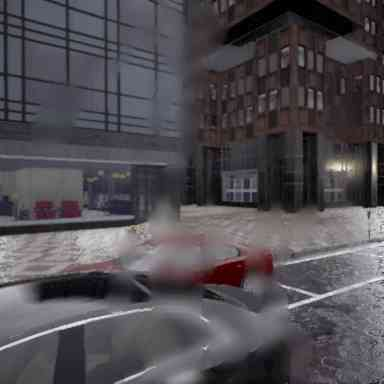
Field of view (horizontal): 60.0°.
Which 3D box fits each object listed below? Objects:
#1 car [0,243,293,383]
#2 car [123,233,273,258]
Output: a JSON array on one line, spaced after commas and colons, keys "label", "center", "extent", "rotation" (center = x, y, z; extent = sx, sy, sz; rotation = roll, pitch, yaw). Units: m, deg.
[{"label": "car", "center": [-1.319, 1.503, 2.429], "extent": [4.892, 1.490, 1.837], "rotation": [0, 0, -35]}, {"label": "car", "center": [-0.353, 1.532, 6.400], "extent": [4.507, 1.381, 1.887], "rotation": [0, 0, -35]}]
